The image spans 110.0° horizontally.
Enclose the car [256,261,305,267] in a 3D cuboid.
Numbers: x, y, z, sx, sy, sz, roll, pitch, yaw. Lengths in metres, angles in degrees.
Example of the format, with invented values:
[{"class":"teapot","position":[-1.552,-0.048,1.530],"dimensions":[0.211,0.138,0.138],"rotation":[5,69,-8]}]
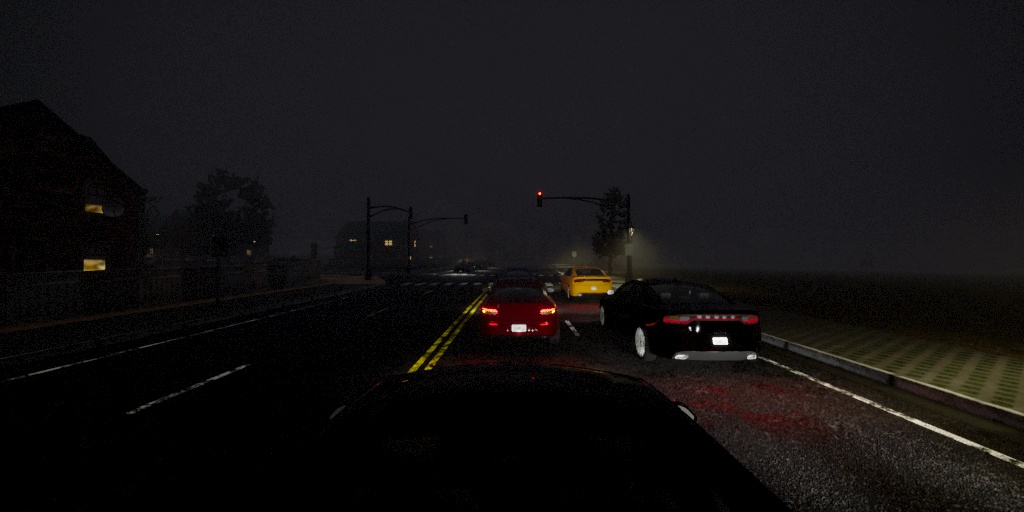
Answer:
[{"class":"car","position":[-21.062,0.910,32.961],"dimensions":[5.008,1.535,1.882],"rotation":[1,-1,16]}]

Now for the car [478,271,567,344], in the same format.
[{"class":"car","position":[0.162,1.280,9.475],"dimensions":[1.812,1.442,4.674],"rotation":[0,0,1]}]

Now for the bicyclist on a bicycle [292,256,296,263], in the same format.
[{"class":"bicyclist on a bicycle","position":[-24.252,0.780,39.935],"dimensions":[0.582,1.620,1.656],"rotation":[1,-1,15]}]

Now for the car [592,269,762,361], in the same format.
[{"class":"car","position":[3.402,1.231,8.301],"dimensions":[1.882,1.535,5.008],"rotation":[0,0,0]}]

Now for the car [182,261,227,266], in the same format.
[{"class":"car","position":[-30.849,0.875,35.675],"dimensions":[4.718,1.301,1.895],"rotation":[1,-1,16]}]

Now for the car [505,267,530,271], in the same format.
[{"class":"car","position":[0.281,1.289,18.582],"dimensions":[1.812,1.442,4.674],"rotation":[0,0,0]}]

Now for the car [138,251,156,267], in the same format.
[{"class":"car","position":[-41.295,0.328,38.592],"dimensions":[5.566,2.045,2.150],"rotation":[1,-1,16]}]

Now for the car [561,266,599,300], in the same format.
[{"class":"car","position":[3.532,1.239,17.769],"dimensions":[1.882,1.535,5.008],"rotation":[0,0,1]}]

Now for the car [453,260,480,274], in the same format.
[{"class":"car","position":[-5.611,1.359,42.826],"dimensions":[2.033,1.411,5.357],"rotation":[0,0,4]}]

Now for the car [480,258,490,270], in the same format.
[{"class":"car","position":[-4.959,1.317,54.790],"dimensions":[1.882,1.535,5.008],"rotation":[0,0,4]}]
